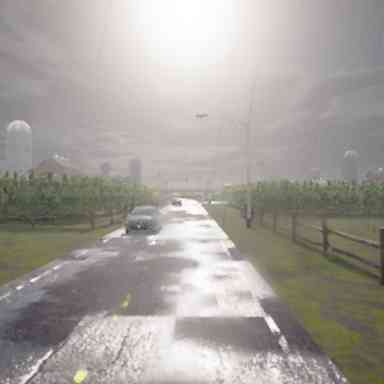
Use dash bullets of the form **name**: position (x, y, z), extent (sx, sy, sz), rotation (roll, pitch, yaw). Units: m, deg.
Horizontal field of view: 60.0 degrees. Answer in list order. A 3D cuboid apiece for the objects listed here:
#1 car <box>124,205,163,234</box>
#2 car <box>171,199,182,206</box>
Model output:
- **car**: position (-2.850, 1.620, 20.370), extent (1.837, 1.490, 4.892), rotation (0, 0, 0)
- **car**: position (-2.778, 2.001, 61.838), extent (1.895, 1.301, 4.718), rotation (0, 0, 1)
